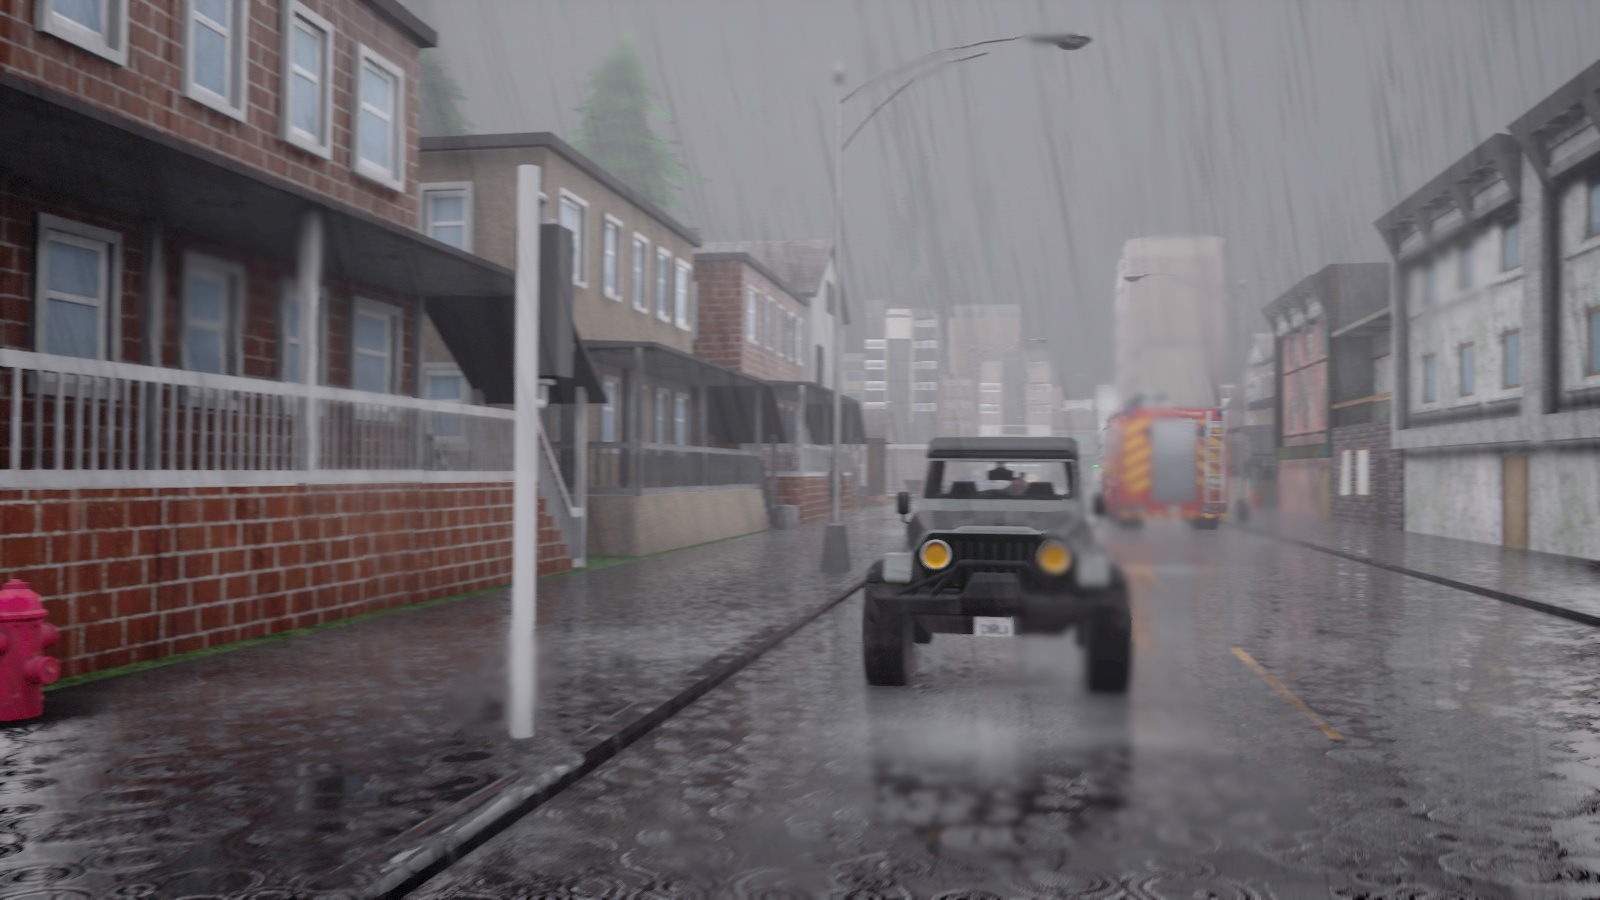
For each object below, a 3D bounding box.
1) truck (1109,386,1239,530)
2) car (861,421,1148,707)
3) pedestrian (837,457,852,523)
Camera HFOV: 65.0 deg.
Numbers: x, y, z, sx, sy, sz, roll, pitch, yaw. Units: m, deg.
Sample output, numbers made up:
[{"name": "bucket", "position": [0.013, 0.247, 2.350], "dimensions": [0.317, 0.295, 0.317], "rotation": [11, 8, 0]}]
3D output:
[{"name": "truck", "position": [11.053, 0.290, 37.860], "dimensions": [2.891, 3.827, 8.468], "rotation": [0, -1, 11]}, {"name": "car", "position": [1.716, 0.786, 10.350], "dimensions": [1.905, 1.878, 3.866], "rotation": [0, -1, 11]}, {"name": "pedestrian", "position": [1.268, 1.129, 35.766], "dimensions": [0.331, 1.846, 0.634], "rotation": [0, -1, 12]}]
